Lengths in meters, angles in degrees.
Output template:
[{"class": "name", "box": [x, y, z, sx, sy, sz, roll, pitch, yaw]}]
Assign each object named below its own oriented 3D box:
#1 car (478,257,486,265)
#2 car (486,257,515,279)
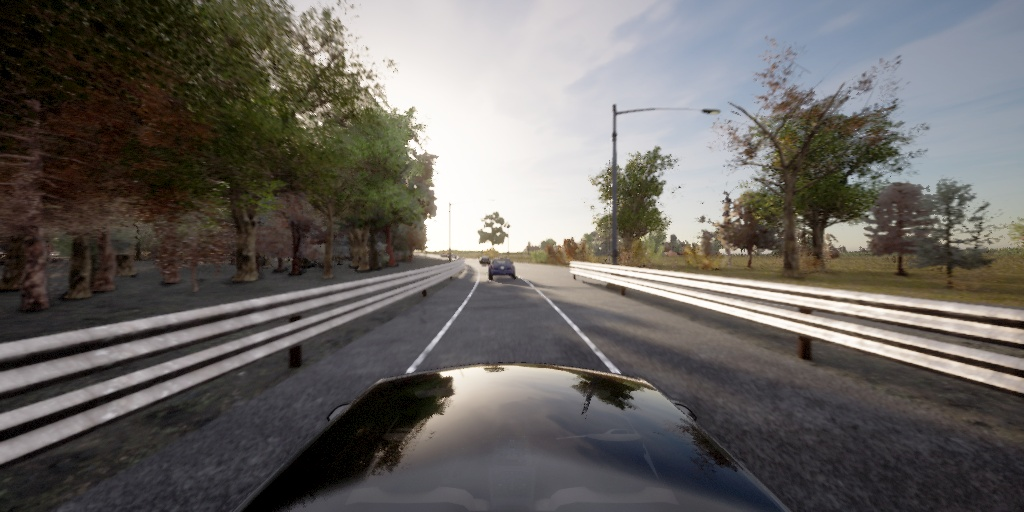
[{"class": "car", "box": [-4.864, 0.829, 62.909, 1.837, 1.490, 4.892, 0, 1, -10]}, {"class": "car", "box": [-0.925, 0.910, 30.139, 2.097, 1.767, 4.553, 0, 0, -4]}]
